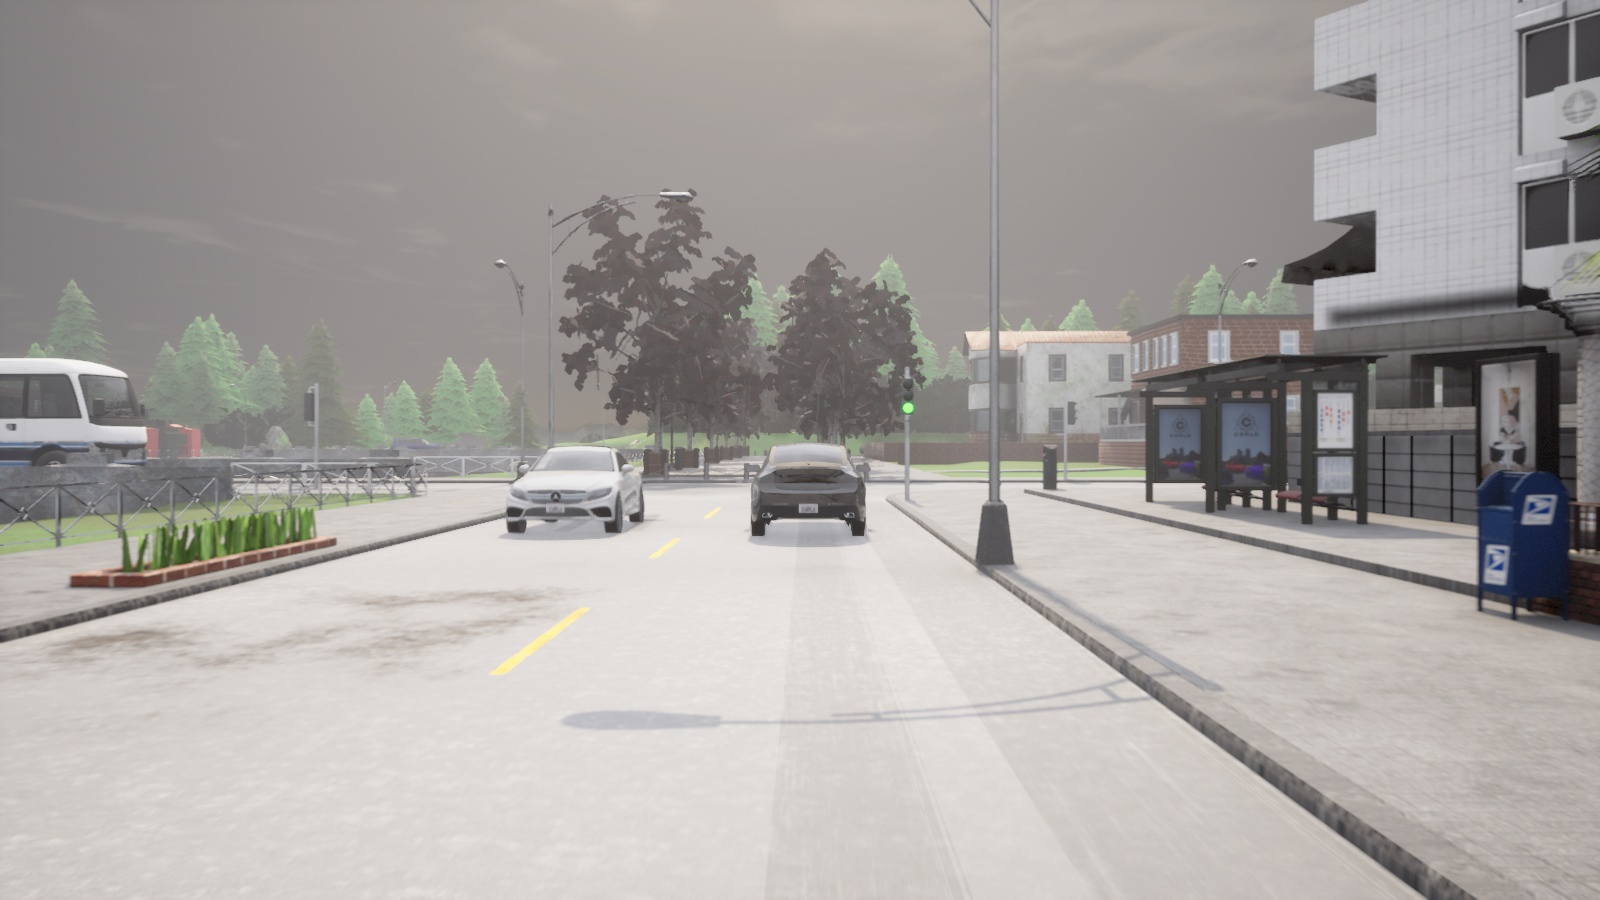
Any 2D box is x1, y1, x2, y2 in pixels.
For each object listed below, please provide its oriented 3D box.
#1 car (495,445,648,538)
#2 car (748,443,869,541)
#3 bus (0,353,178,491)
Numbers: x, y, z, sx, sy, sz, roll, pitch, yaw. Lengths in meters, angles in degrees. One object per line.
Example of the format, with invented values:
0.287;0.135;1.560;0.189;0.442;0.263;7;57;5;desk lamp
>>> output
-3.862;0.645;22.031;1.812;1.442;4.674;0;0;0;car
0.140;0.630;21.594;1.837;1.490;4.892;0;0;0;car
-26.261;-0.881;40.740;10.273;4.253;3.944;0;0;2;bus
